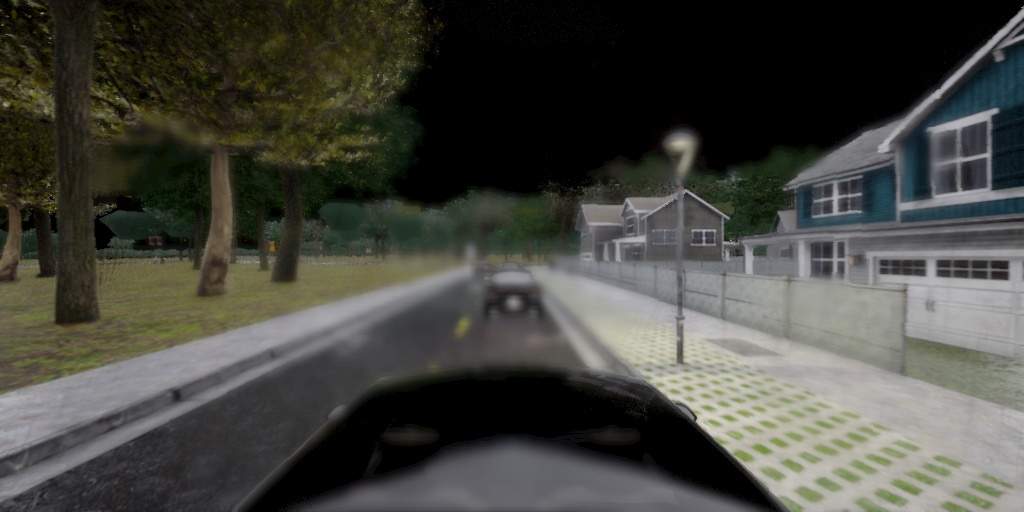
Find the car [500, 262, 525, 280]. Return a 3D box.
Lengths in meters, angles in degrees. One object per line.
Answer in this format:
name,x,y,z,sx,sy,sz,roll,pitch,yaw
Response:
car,0.072,1.248,30.717,1.994,1.385,4.181,0,0,0

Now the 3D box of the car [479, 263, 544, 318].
car,0.071,1.198,12.885,1.882,1.535,5.008,0,0,0

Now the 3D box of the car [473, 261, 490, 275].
car,-2.854,1.236,37.360,1.994,1.385,4.181,0,0,0
